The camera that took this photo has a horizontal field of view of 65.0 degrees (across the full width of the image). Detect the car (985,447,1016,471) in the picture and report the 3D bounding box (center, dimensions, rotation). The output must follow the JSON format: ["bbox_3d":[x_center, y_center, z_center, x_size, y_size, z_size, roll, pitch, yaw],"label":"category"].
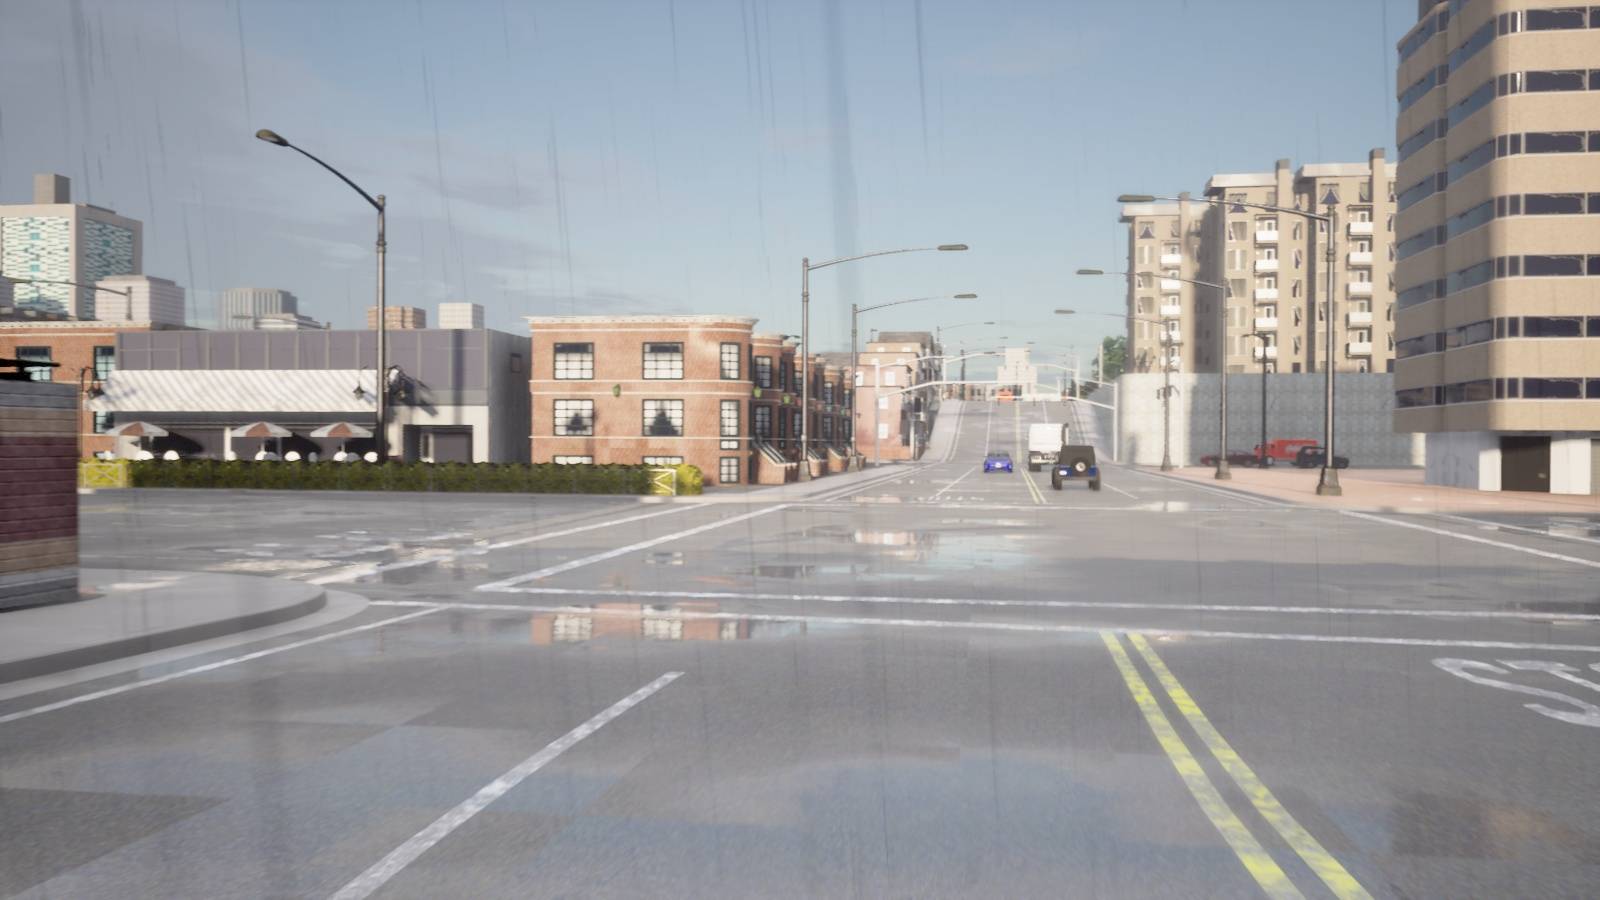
[{"bbox_3d":[13.377,0.574,83.720,2.007,1.525,4.514,0,0,10],"label":"car"}]

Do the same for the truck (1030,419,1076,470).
[{"bbox_3d":[17.696,-0.393,88.290,2.891,3.462,7.936,0,0,10],"label":"truck"}]

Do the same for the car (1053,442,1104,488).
[{"bbox_3d":[11.858,0.618,53.641,1.905,1.878,3.866,0,0,10],"label":"car"}]
